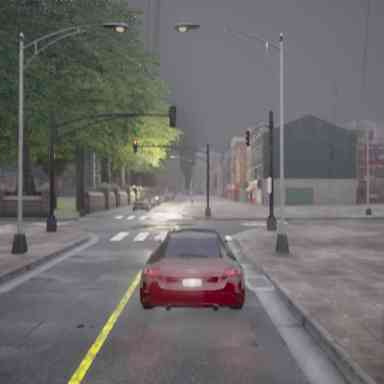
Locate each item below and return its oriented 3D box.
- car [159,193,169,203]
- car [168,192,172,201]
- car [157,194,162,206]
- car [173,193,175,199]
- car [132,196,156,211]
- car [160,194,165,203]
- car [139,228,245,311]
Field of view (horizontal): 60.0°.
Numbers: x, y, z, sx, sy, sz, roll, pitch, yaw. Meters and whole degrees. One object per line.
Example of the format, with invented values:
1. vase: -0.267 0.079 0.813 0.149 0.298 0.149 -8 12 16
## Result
1. car: -5.664 1.310 60.311 1.802 1.307 4.206 1 0 0
2. car: -5.701 1.029 65.760 2.192 1.841 5.009 1 0 0
3. car: -5.534 1.334 43.961 2.008 1.369 4.403 1 0 0
4. car: -5.834 1.129 82.110 1.967 1.590 4.097 1 0 0
5. car: -5.505 1.365 36.825 2.008 1.369 4.403 1 0 0
6. car: -5.577 1.328 49.411 1.947 1.339 4.313 1 0 0
7. car: 0.021 1.521 7.742 1.994 1.385 4.181 0 0 1
